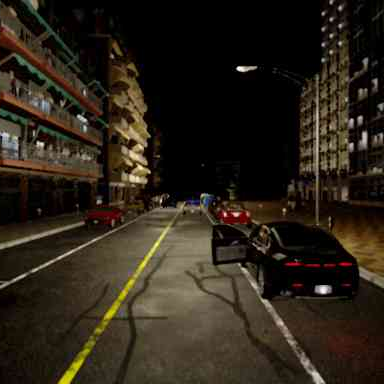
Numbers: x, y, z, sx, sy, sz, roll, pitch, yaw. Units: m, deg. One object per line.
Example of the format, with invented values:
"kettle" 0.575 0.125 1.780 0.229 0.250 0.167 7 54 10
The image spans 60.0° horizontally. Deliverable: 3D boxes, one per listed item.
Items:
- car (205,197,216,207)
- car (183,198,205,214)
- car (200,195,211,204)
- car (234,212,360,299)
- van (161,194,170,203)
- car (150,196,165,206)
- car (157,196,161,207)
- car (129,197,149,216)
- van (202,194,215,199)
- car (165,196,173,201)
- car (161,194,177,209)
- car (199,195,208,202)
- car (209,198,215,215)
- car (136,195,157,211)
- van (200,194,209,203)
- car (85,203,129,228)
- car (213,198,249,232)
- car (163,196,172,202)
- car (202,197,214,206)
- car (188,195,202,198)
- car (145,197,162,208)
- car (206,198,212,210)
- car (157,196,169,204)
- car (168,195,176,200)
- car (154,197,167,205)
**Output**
"car" 2.680 1.557 38.546 1.802 1.307 4.206 0 0 0
"car" 0.057 1.577 34.076 1.895 1.301 4.718 0 0 0
"car" 2.676 1.418 66.179 1.967 1.590 4.097 0 0 0
"car" 2.354 1.496 8.383 1.837 1.490 4.892 0 0 0
"van" -5.706 1.321 71.706 1.690 1.788 3.998 0 0 0
"car" -5.703 1.414 55.124 1.967 1.590 4.097 0 0 0
"car" -5.700 1.524 44.072 2.008 1.369 4.403 0 0 0
"car" -5.700 1.502 32.849 1.752 1.417 4.829 0 0 0
"van" 2.677 1.315 49.599 1.690 1.788 3.998 0 0 0
"car" -5.706 1.570 82.758 1.802 1.307 4.206 0 0 0
"car" -3.022 1.451 45.343 1.882 1.535 5.008 0 0 0
"car" 2.675 1.510 77.402 1.752 1.417 4.829 0 0 0
"car" 2.681 1.505 27.663 1.752 1.417 4.829 0 0 0
"car" -5.702 1.290 38.545 2.192 1.841 5.009 0 0 0
"van" 2.674 1.322 71.707 1.690 1.788 3.998 0 0 0
"car" -5.698 1.526 21.966 1.887 1.381 4.507 0 0 0
"car" 2.681 1.422 21.966 1.967 1.590 4.097 0 0 0
"car" -5.705 1.566 77.232 1.802 1.307 4.206 0 0 0
"car" 2.678 1.499 55.295 1.752 1.417 4.829 0 0 0
"car" 0.032 1.451 47.335 1.882 1.535 5.008 0 0 1
"car" -5.701 1.524 49.599 2.008 1.369 4.403 0 0 0
"car" 2.681 1.559 33.020 1.802 1.307 4.206 0 0 0
"car" -5.704 1.522 66.178 1.887 1.381 4.507 0 0 0
"car" -5.707 1.563 93.811 1.947 1.339 4.313 0 0 0
"car" -5.703 1.541 60.652 1.947 1.339 4.313 0 0 0
